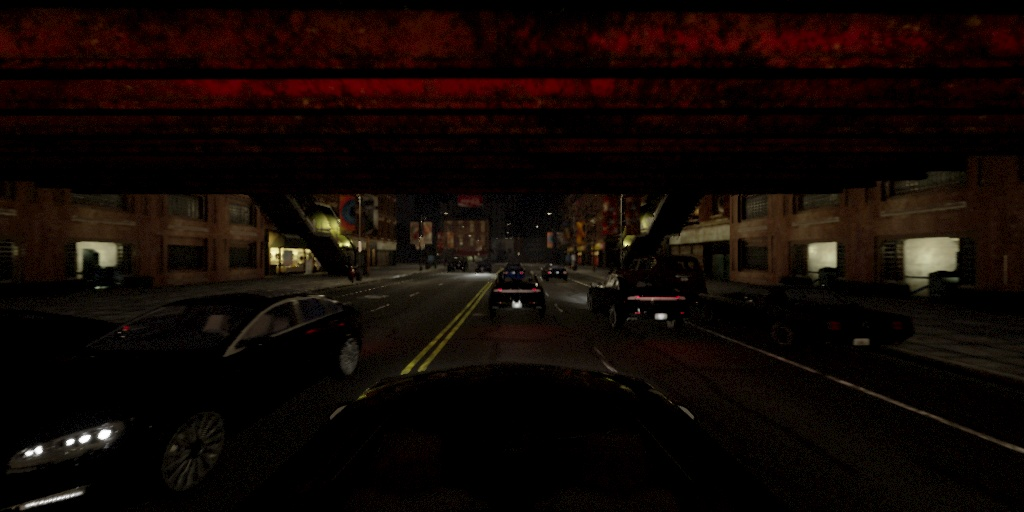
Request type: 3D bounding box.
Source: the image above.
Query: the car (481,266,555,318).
[{"bbox_3d":[0.166,1.274,13.214,2.128,1.511,4.902,0,0,0],"label":"car"}]

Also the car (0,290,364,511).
[{"bbox_3d":[-3.581,1.248,4.536,2.128,1.511,4.902,0,0,0],"label":"car"}]

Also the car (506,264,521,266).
[{"bbox_3d":[0.133,1.380,31.221,2.033,1.411,5.357,0,0,0],"label":"car"}]

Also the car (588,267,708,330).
[{"bbox_3d":[3.661,1.270,11.205,2.128,1.511,4.902,0,0,0],"label":"car"}]

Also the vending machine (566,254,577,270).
[{"bbox_3d":[10.795,1.126,64.382,1.100,2.100,0.880,0,0,-1],"label":"vending machine"}]

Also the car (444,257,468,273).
[{"bbox_3d":[-7.103,1.099,47.409,2.150,2.045,5.566,0,-1,0],"label":"car"}]

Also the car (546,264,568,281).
[{"bbox_3d":[3.634,1.382,31.239,2.033,1.411,5.357,0,0,0],"label":"car"}]

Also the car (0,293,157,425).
[{"bbox_3d":[-7.082,1.317,4.044,1.994,1.385,4.181,0,0,0],"label":"car"}]

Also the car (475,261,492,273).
[{"bbox_3d":[-3.605,1.364,45.936,2.128,1.511,4.902,0,0,0],"label":"car"}]
